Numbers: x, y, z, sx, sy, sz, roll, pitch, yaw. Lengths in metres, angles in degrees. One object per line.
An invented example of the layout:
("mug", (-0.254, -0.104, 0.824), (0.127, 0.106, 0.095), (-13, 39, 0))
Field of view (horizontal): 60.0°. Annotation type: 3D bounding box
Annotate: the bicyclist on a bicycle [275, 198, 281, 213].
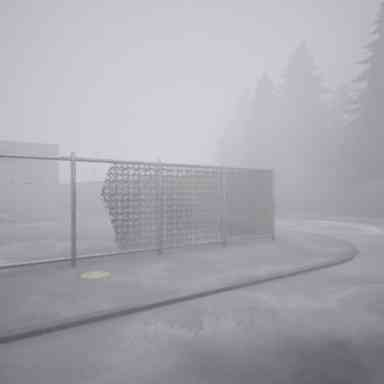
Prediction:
("bicyclist on a bicycle", (8.183, 1.300, 32.644), (1.656, 1.620, 0.582), (0, 0, -36))
